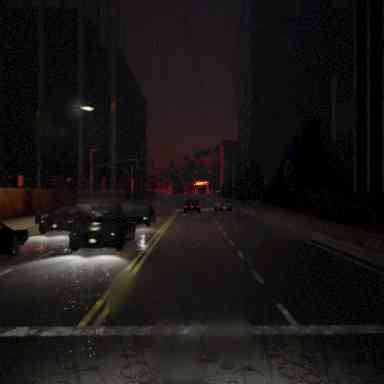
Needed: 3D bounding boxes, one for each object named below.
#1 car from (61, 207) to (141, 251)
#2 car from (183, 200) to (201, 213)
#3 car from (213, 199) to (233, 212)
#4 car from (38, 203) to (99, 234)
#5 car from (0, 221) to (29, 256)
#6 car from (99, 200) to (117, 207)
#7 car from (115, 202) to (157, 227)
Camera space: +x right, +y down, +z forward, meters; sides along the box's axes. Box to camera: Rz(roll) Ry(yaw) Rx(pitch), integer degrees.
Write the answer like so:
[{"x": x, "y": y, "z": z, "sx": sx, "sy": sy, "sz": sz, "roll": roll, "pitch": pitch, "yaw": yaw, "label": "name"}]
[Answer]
[{"x": -3.597, "y": 1.566, "z": 13.991, "sx": 1.994, "sy": 1.385, "sz": 4.181, "roll": 0, "pitch": 0, "yaw": 0, "label": "car"}, {"x": 0.004, "y": 1.510, "z": 35.724, "sx": 2.033, "sy": 1.411, "sz": 5.357, "roll": 0, "pitch": 0, "yaw": 0, "label": "car"}, {"x": 3.527, "y": 1.481, "z": 38.569, "sx": 1.812, "sy": 1.442, "sz": 4.674, "roll": 0, "pitch": 0, "yaw": 1, "label": "car"}, {"x": -7.090, "y": 1.559, "z": 19.158, "sx": 1.994, "sy": 1.385, "sz": 4.181, "roll": 0, "pitch": 0, "yaw": 0, "label": "car"}, {"x": -7.098, "y": 1.611, "z": 10.362, "sx": 1.895, "sy": 1.301, "sz": 4.718, "roll": 0, "pitch": 0, "yaw": 0, "label": "car"}, {"x": -7.064, "y": 1.472, "z": 27.762, "sx": 2.128, "sy": 1.511, "sz": 4.902, "roll": 0, "pitch": 0, "yaw": 0, "label": "car"}, {"x": -3.581, "y": 1.533, "z": 23.230, "sx": 2.033, "sy": 1.411, "sz": 5.357, "roll": 0, "pitch": 0, "yaw": 0, "label": "car"}]
